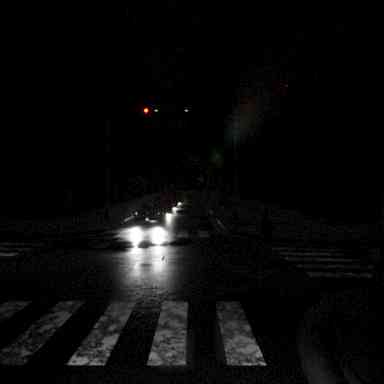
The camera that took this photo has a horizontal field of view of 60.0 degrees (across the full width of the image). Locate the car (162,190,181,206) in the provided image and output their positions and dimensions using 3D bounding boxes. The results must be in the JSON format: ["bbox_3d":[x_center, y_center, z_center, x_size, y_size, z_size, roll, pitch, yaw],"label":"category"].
[{"bbox_3d":[-2.913,0.728,42.854,2.150,2.045,5.566,0,1,0],"label":"car"}]

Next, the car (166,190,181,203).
[{"bbox_3d":[-2.891,0.663,52.707,2.097,1.767,4.553,0,1,0],"label":"car"}]

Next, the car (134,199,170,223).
[{"bbox_3d":[-2.889,1.424,23.630,1.895,1.301,4.718,0,1,0],"label":"car"}]

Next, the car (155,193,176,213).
[{"bbox_3d":[-2.904,1.181,33.000,1.837,1.490,4.892,0,1,0],"label":"car"}]

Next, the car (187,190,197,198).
[{"bbox_3d":[-0.010,0.422,68.186,1.882,1.535,5.008,0,2,0],"label":"car"}]
